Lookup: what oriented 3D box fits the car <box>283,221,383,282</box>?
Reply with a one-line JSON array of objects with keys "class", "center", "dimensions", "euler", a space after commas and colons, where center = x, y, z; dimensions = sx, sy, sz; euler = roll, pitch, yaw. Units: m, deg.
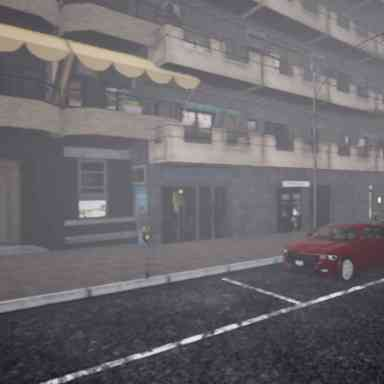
[{"class": "car", "center": [4.591, 1.588, 9.850], "dimensions": [4.507, 1.381, 1.887], "euler": [0, -1, -35]}]
